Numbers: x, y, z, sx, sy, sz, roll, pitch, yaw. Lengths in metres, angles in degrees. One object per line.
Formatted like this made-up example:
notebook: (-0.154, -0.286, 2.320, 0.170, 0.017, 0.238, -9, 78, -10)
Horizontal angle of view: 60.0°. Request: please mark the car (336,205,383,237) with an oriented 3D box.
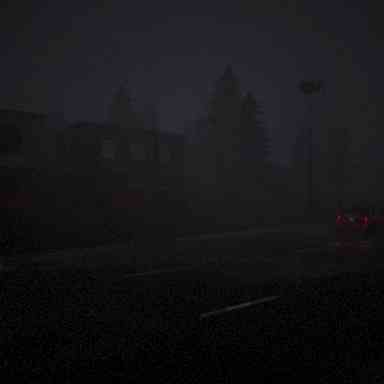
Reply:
car: (10.728, 1.596, 20.006, 4.553, 1.767, 2.097, 1, -1, -36)
